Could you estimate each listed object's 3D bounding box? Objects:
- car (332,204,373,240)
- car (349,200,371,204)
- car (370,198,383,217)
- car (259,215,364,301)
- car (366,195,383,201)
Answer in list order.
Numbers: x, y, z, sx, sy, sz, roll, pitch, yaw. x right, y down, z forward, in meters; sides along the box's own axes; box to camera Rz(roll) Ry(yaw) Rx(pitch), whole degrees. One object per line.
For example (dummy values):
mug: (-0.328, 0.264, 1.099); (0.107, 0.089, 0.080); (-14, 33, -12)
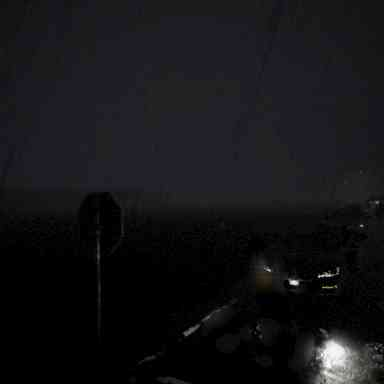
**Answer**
car: (8.386, 1.622, 17.896); (2.128, 1.511, 4.902); (-1, -1, 28)
car: (15.045, 1.756, 30.791); (2.033, 1.411, 5.357); (-1, -1, 26)
car: (19.319, 1.658, 33.053); (2.128, 1.511, 4.902); (-1, -1, 26)
car: (3.270, 1.587, 8.804); (1.837, 1.490, 4.892); (-1, -1, 30)
car: (23.677, 1.455, 42.627); (2.150, 2.045, 5.566); (-1, -1, 25)
